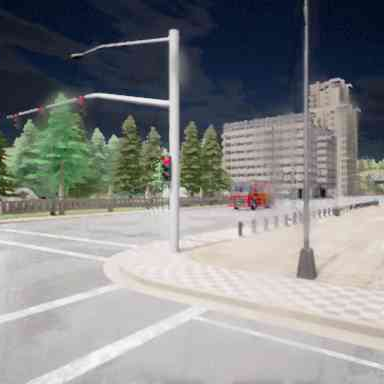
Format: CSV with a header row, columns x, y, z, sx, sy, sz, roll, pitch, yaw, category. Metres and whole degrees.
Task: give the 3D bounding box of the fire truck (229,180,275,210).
x,y,z,sx,sy,sz,roll,pitch,yaw,category
8.183,0.388,44.356,2.891,3.827,8.468,0,0,36,fire truck
